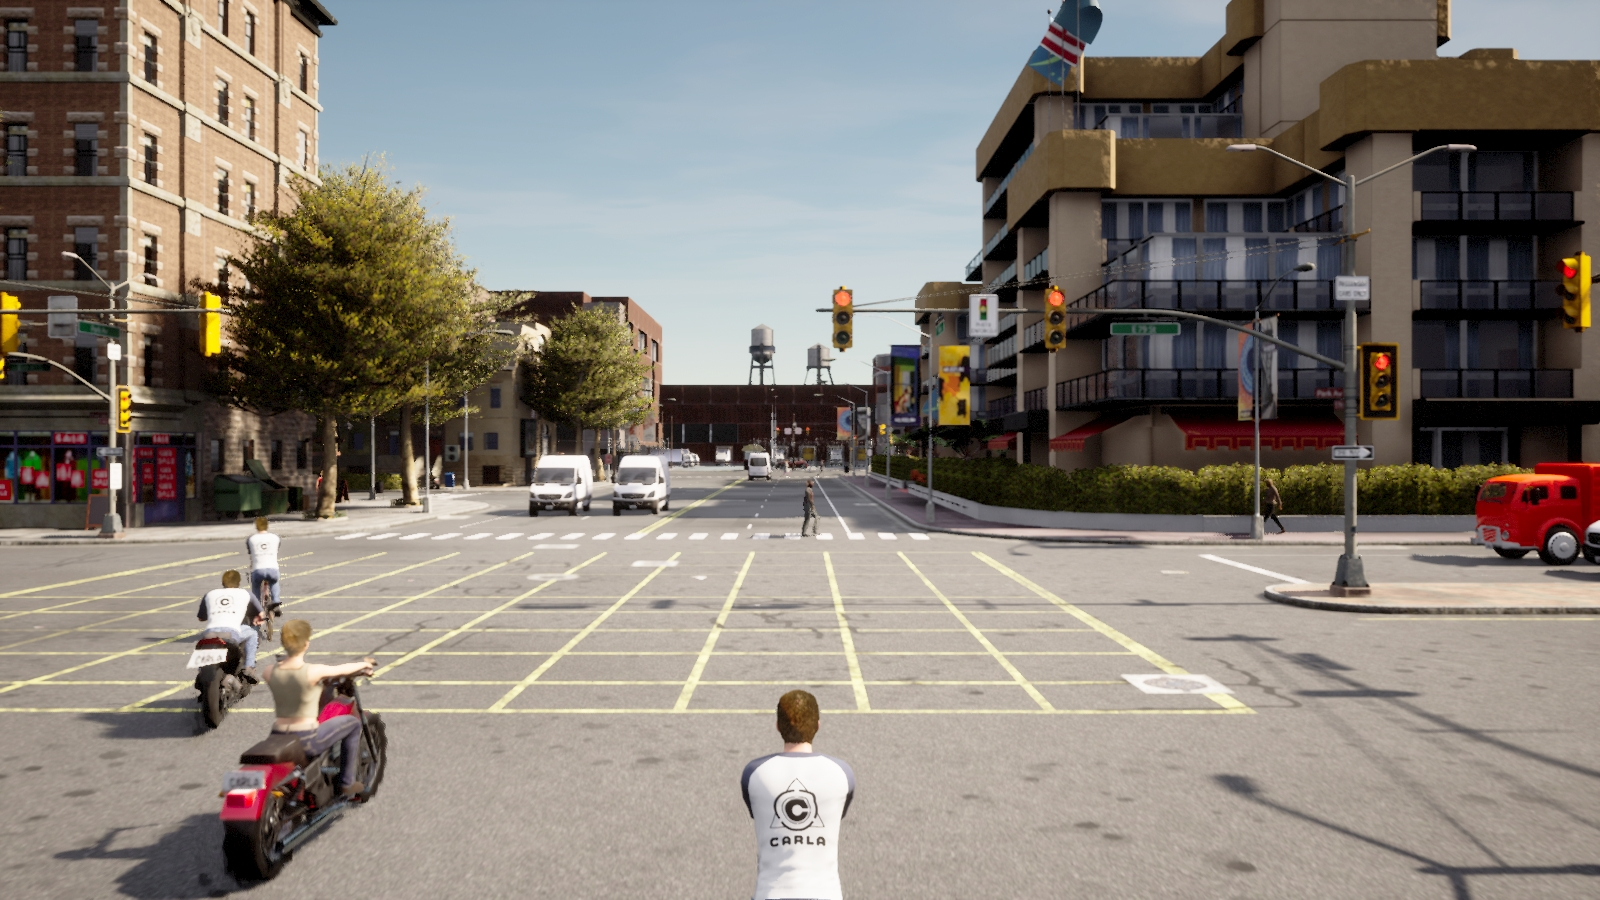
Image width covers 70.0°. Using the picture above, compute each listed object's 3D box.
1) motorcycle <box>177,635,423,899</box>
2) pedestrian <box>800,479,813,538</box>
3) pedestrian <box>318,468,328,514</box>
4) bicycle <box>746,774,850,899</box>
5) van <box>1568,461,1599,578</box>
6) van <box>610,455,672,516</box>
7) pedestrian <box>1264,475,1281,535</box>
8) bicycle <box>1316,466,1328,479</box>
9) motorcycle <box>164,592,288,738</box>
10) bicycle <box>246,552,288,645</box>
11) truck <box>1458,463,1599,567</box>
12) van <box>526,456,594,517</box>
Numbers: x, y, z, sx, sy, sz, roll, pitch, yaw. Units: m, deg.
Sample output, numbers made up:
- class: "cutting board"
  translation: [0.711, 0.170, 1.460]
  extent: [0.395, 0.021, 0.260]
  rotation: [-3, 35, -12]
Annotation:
- class: "motorcycle"
  translation: [-3.507, 2.171, 8.307]
  extent: [0.764, 1.277, 2.356]
  rotation: [0, 0, 0]
- class: "pedestrian"
  translation: [0.202, 1.854, 36.473]
  extent: [0.375, 1.860, 0.375]
  rotation: [0, 0, 6]
- class: "pedestrian"
  translation: [-19.814, 1.702, 47.471]
  extent: [0.375, 1.860, 0.375]
  rotation: [0, 0, -17]
- class: "bicycle"
  translation: [-0.009, 2.207, 4.866]
  extent: [0.373, 1.196, 1.643]
  rotation: [0, -1, 0]
- class: "van"
  translation: [20.548, 1.538, 25.160]
  extent: [5.915, 2.561, 1.988]
  rotation: [0, 0, 0]
- class: "van"
  translation: [-7.102, 1.541, 51.530]
  extent: [1.988, 2.561, 5.915]
  rotation: [0, 0, 0]
- class: "pedestrian"
  translation: [14.736, 1.701, 35.660]
  extent: [0.375, 1.860, 0.375]
  rotation: [0, 0, -1]
- class: "bicycle"
  translation: [51.577, 2.224, 112.879]
  extent: [0.329, 1.171, 1.835]
  rotation: [0, 0, 1]
- class: "motorcycle"
  translation: [-6.033, 2.215, 12.134]
  extent: [0.803, 1.145, 2.033]
  rotation: [0, 0, -16]
- class: "bicycle"
  translation: [-8.043, 2.208, 17.224]
  extent: [0.373, 1.196, 1.643]
  rotation: [-3, 1, -30]
- class: "truck"
  translation: [19.877, 1.572, 28.668]
  extent: [5.204, 2.467, 2.627]
  rotation: [0, 0, 0]
- class: "van"
  translation: [-10.574, 1.541, 50.734]
  extent: [1.988, 2.561, 5.915]
  rotation: [0, 0, -2]
